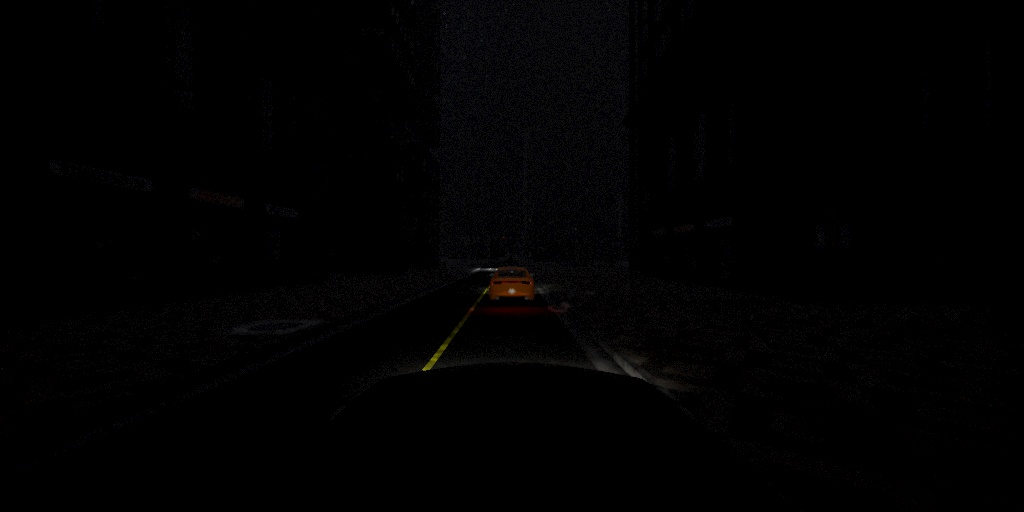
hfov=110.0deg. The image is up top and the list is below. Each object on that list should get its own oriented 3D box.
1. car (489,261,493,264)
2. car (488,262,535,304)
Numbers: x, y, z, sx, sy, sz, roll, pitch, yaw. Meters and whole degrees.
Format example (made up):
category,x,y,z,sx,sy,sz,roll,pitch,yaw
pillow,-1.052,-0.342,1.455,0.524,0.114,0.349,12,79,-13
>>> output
category,x,y,z,sx,sy,sz,roll,pitch,yaw
car,-3.000,1.456,61.471,1.895,1.301,4.718,0,0,0
car,0.000,1.237,16.500,1.882,1.535,5.008,0,0,0
